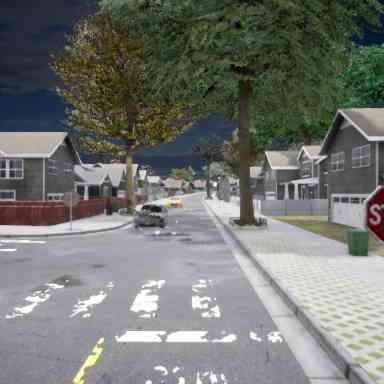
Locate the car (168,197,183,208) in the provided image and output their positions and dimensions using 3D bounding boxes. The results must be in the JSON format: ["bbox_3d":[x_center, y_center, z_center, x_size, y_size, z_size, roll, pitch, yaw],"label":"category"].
[{"bbox_3d":[-2.302,1.395,45.823,1.882,1.535,5.008,0,0,1],"label":"car"}]

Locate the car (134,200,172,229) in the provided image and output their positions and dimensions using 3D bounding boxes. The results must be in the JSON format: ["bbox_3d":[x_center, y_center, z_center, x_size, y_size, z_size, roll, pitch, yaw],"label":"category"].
[{"bbox_3d":[-2.546,1.541,21.608,1.837,1.490,4.892,0,1,1],"label":"car"}]
